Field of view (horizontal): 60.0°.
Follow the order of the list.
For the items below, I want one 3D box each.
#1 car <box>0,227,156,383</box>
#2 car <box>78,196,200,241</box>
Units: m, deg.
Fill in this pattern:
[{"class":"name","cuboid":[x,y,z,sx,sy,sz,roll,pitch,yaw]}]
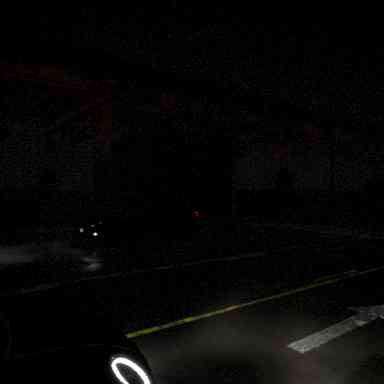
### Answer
[{"class":"car","cuboid":[-2.425,1.351,2.014,4.553,1.767,2.097,0,0,-35]},{"class":"car","cuboid":[-2.241,1.230,15.206,5.566,2.045,2.150,0,0,-35]}]
